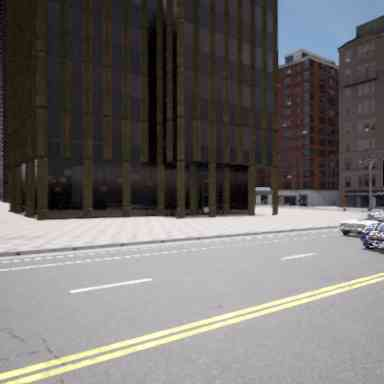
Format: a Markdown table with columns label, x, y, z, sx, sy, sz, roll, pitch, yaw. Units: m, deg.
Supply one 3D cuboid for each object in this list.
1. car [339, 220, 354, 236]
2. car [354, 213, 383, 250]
| label | x | y | z | sx | sy | sz | roll | pitch | yaw |
| --- | --- | --- | --- | --- | --- | --- | --- | --- | --- |
| car | 10.541 | 1.885 | 19.208 | 4.718 | 1.301 | 1.895 | 1 | -1 | -36 |
| car | 9.356 | 1.580 | 14.366 | 4.553 | 1.767 | 2.097 | 1 | -1 | -36 |
